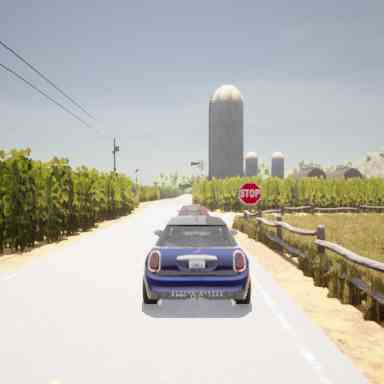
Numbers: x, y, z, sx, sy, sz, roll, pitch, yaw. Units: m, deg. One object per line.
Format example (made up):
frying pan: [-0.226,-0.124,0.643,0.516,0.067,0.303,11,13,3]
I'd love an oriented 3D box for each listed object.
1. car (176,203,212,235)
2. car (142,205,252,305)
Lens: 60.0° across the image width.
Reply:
car: [0.064,1.480,19.821,1.882,1.535,5.008,0,0,0]
car: [0.095,1.352,8.239,2.097,1.767,4.553,0,0,0]
